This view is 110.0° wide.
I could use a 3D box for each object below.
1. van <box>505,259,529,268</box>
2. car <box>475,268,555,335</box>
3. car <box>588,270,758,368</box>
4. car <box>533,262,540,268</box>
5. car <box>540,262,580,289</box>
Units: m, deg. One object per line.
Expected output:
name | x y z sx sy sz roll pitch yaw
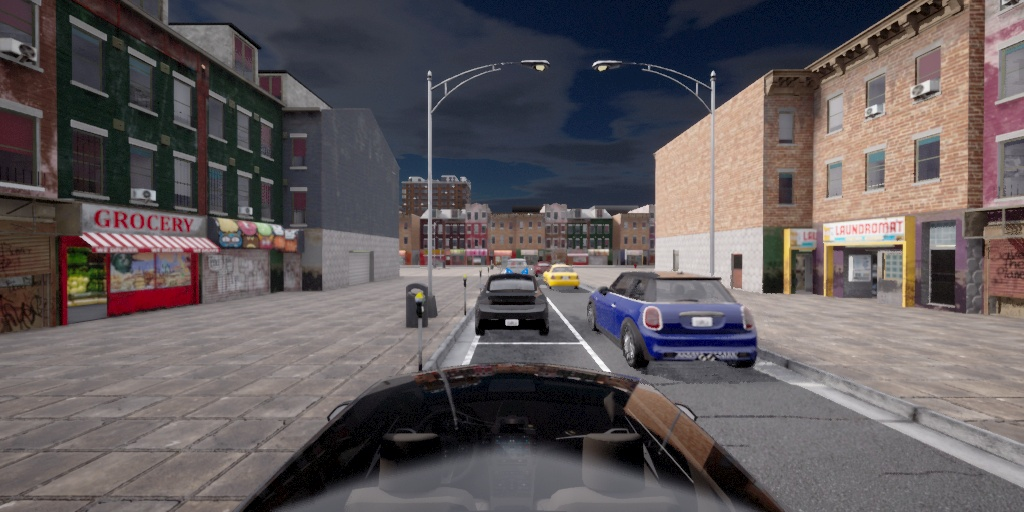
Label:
van | 0.382 1.095 27.349 1.690 1.789 3.998 0 0 0
car | 0.000 1.253 10.501 1.837 1.490 4.892 0 0 0
car | 3.117 1.101 7.995 2.097 1.767 4.553 0 0 0
car | 3.116 1.285 36.180 1.812 1.442 4.674 0 0 0
car | 3.020 1.209 22.703 1.801 1.575 5.366 0 0 0
